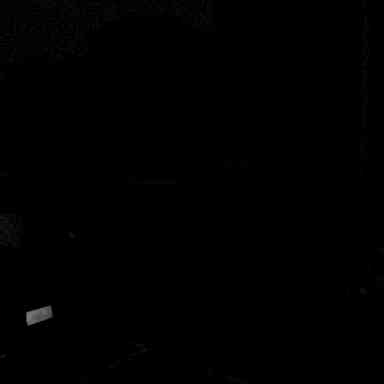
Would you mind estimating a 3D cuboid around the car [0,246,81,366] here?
[{"bbox_3d":[-3.584,1.568,5.350,4.313,1.339,1.947,0,1,35],"label":"car"}]
